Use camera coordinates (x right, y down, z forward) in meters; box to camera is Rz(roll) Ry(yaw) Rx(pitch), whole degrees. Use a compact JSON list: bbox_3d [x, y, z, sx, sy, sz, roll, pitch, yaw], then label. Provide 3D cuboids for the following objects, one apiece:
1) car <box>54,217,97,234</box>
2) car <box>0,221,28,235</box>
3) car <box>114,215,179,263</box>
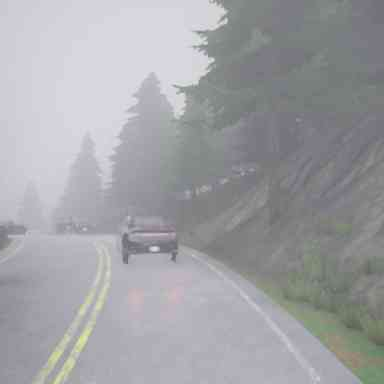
[{"bbox_3d":[-9.374,2.700,26.524,1.895,1.301,4.718,4,-8,-39],"label":"car"},{"bbox_3d":[-15.741,3.123,28.304,4.718,1.301,1.895,-9,-10,42],"label":"car"},{"bbox_3d":[-1.794,1.594,12.441,2.128,1.511,4.902,1,-2,-16],"label":"car"}]
